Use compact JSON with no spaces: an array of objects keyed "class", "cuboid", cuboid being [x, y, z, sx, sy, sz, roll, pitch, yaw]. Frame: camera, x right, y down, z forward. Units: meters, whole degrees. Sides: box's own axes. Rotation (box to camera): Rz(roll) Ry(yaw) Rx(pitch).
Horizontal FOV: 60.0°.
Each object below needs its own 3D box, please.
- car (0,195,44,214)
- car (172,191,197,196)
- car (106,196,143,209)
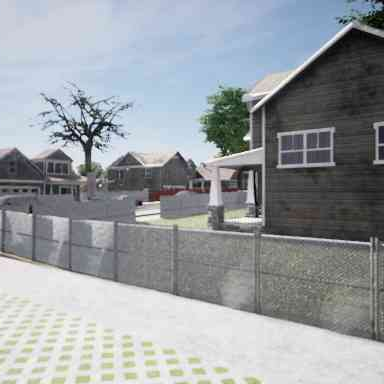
[{"class":"car","cuboid":[-12.533,1.041,22.786,2.097,1.767,4.553,0,2,35]},{"class":"car","cuboid":[-0.930,0.617,39.223,1.882,1.535,5.008,0,2,35]},{"class":"car","cuboid":[-6.839,1.019,30.865,1.895,1.301,4.718,0,2,35]}]
